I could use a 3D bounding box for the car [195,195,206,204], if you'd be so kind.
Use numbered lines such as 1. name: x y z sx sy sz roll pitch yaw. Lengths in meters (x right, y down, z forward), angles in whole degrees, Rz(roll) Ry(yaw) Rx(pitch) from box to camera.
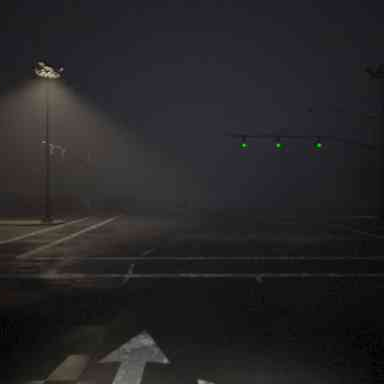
1. car: 1.929 1.812 82.859 2.150 2.045 5.566 0 0 0

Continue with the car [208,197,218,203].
1. car: 5.434 2.190 83.669 1.895 1.301 4.718 0 0 0

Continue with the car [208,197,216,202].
1. car: 5.485 2.019 92.393 1.812 1.442 4.674 0 0 0

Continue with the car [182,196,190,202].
1. car: -1.515 2.020 92.434 2.128 1.511 4.902 0 0 0

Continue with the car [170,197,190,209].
1. car: -1.755 1.861 51.402 2.128 1.511 4.902 0 0 0

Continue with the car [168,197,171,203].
1. car: -5.066 2.095 83.701 1.837 1.490 4.892 0 0 0

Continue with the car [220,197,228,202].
1. car: 8.985 2.019 92.373 1.812 1.442 4.674 0 0 0

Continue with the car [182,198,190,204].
1. car: -1.568 2.186 83.293 1.895 1.301 4.718 0 0 0

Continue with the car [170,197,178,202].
1. car: -5.015 2.047 92.455 1.994 1.385 4.181 0 0 0

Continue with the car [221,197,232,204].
1. car: 8.929 2.127 82.785 2.033 1.411 5.357 0 0 0
